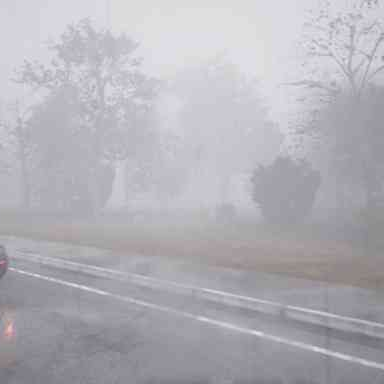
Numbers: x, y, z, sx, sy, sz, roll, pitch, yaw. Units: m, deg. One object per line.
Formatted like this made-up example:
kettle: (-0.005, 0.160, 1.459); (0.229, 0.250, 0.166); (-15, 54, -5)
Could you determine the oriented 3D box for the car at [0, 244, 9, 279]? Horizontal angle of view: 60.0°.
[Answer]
car: (-6.516, 1.527, 8.524); (4.674, 1.442, 1.812); (0, 0, 34)
